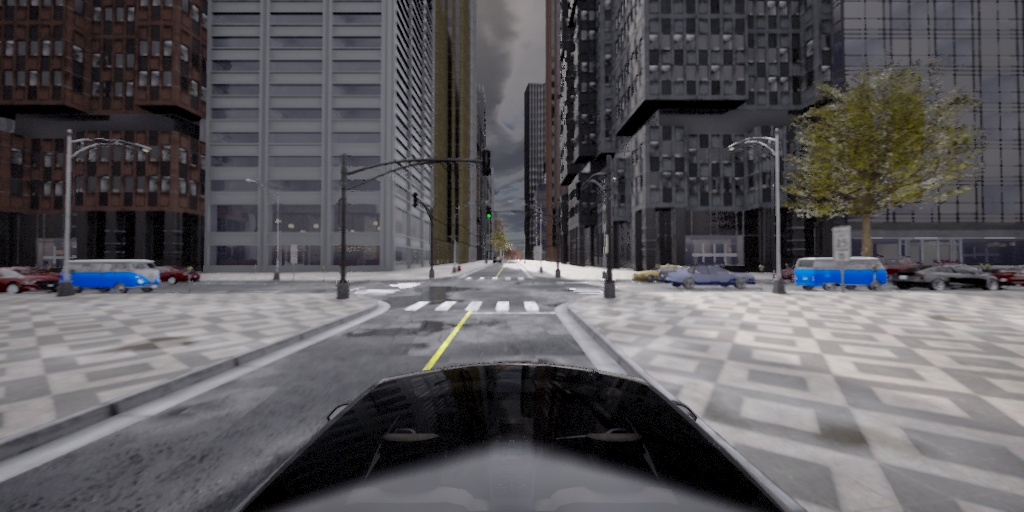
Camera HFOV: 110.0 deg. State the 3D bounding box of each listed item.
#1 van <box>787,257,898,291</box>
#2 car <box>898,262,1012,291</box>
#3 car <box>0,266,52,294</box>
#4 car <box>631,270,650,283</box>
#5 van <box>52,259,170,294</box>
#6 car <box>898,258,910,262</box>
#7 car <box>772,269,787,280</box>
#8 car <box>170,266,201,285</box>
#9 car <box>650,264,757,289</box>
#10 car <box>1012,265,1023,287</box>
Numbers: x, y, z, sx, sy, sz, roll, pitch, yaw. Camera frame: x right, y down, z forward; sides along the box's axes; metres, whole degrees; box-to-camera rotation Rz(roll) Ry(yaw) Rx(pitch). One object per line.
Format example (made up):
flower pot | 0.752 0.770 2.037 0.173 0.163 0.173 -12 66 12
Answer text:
van | 17.231 0.947 18.826 3.998 1.789 1.690 0 0 0
car | 22.644 1.156 18.845 4.313 1.339 1.948 0 0 0
car | -26.278 1.296 18.655 4.507 1.381 1.888 0 0 0
car | 11.633 1.290 27.336 4.829 1.417 1.751 0 0 0
van | -20.753 1.072 18.674 3.998 1.789 1.690 0 0 0
car | 27.672 1.032 27.388 5.009 1.841 2.192 0 0 0
car | 22.383 1.278 27.368 4.507 1.381 1.888 0 0 0
car | -26.290 1.438 27.209 4.507 1.381 1.888 0 0 0
car | 11.544 1.217 21.579 5.357 1.411 2.033 0 -1 0
car | 28.057 1.120 18.865 4.507 1.381 1.888 0 0 0
